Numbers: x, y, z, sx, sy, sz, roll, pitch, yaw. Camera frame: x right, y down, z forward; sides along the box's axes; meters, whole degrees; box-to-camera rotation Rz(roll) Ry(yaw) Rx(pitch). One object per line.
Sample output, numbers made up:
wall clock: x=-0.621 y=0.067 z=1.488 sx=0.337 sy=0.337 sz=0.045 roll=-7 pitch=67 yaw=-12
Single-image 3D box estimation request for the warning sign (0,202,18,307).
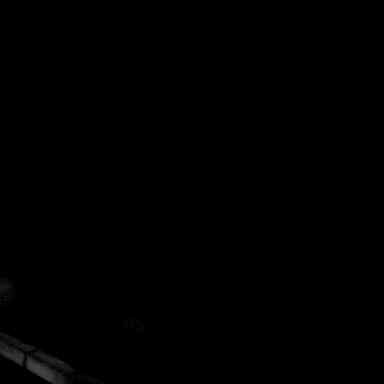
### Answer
warning sign: x=-4.032 y=1.121 z=5.943 sx=1.060 sy=1.860 sz=1.300 roll=0 pitch=0 yaw=35
